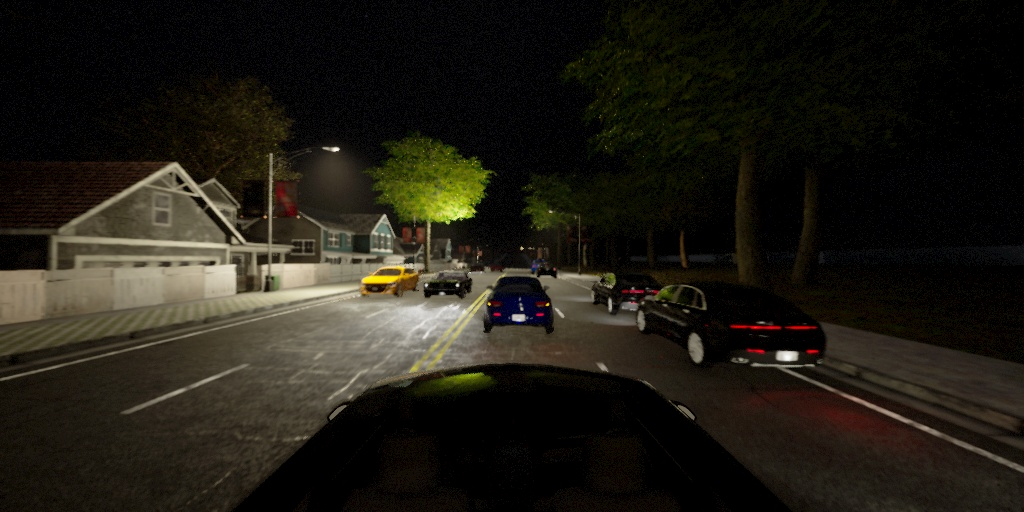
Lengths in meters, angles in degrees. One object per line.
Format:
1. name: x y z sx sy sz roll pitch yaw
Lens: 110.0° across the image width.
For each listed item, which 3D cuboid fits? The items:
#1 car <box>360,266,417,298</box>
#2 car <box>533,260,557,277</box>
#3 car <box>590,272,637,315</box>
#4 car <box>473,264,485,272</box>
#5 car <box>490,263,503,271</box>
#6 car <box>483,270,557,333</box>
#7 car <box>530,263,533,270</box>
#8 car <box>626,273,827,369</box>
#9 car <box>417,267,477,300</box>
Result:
1. car: -6.412 1.297 19.373 1.882 1.535 5.008 0 0 1
2. car: 3.762 1.506 39.999 2.097 1.767 4.553 0 -1 1
3. car: 4.346 1.345 13.951 1.837 1.490 4.892 0 0 1
4. car: -5.830 2.085 61.613 1.994 1.385 4.181 0 -1 1
5. car: -2.593 2.002 60.849 1.882 1.535 5.008 0 -1 1
6. car: 0.185 1.319 10.854 1.812 1.442 4.674 0 0 1
7. car: 3.833 1.588 51.019 2.150 2.045 5.566 0 -1 1
8. car: 4.272 1.308 7.950 1.837 1.490 4.892 0 0 1
9. car: -3.173 1.432 18.534 1.895 1.301 4.718 0 0 1
